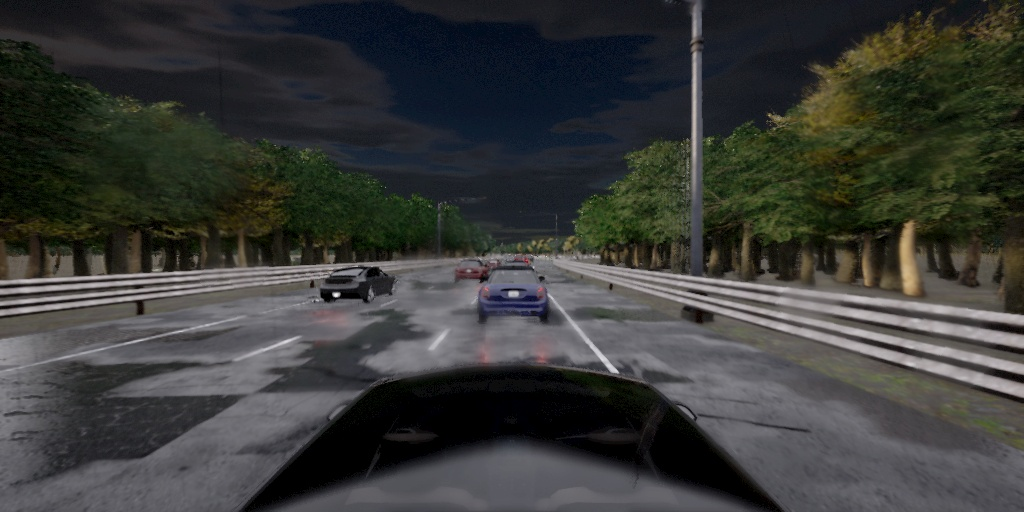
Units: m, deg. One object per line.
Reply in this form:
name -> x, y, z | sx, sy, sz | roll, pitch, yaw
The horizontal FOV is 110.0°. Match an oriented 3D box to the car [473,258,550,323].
car -> 0.072, 1.087, 12.229 | 2.097, 1.767, 4.553 | 0, 0, 1

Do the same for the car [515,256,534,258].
car -> 0.270, 1.065, 23.724 | 2.097, 1.767, 4.553 | 0, 0, 1

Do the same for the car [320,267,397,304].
car -> -6.775, 1.228, 16.321 | 1.837, 1.490, 4.892 | 0, 0, 1

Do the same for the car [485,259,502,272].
car -> -2.336, 1.176, 46.466 | 1.812, 1.442, 4.674 | 0, 0, 3

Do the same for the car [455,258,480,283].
car -> -3.022, 1.052, 27.641 | 2.097, 1.767, 4.553 | 0, 0, 1
